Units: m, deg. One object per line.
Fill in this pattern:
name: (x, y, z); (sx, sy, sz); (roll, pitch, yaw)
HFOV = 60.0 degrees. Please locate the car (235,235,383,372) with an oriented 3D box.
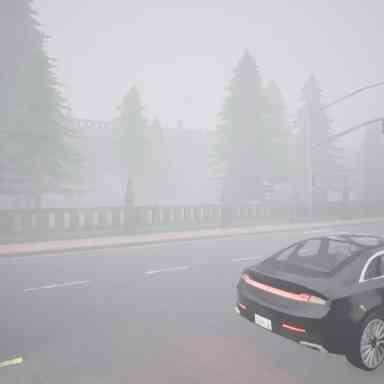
car: (2.990, 1.492, 5.651); (4.902, 1.511, 2.128); (0, 0, -32)
